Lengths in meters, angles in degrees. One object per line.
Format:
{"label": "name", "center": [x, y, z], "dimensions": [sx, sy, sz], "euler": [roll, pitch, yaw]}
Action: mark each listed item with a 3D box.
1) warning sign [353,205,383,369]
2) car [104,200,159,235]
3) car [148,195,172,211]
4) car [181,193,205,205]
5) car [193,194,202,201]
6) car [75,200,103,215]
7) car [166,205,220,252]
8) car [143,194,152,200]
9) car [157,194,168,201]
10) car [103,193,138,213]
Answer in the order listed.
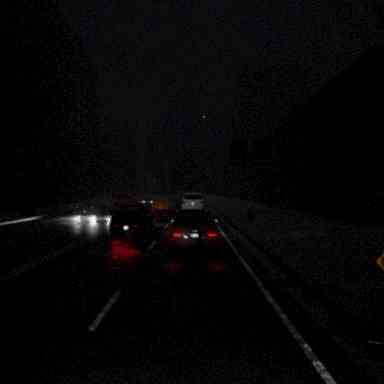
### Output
{"label": "warning sign", "center": [2.845, 1.099, 3.986], "dimensions": [1.300, 1.860, 1.060], "euler": [0, 0, 0]}
{"label": "car", "center": [-3.149, 1.431, 18.279], "dimensions": [1.837, 1.490, 4.892], "euler": [0, 0, 0]}
{"label": "car", "center": [-3.147, 1.338, 35.184], "dimensions": [1.882, 1.535, 5.008], "euler": [0, 0, 0]}
{"label": "car", "center": [0.110, 1.091, 32.639], "dimensions": [2.150, 2.045, 5.566], "euler": [0, 0, 1]}
{"label": "car", "center": [1.148, 1.224, 73.983], "dimensions": [1.837, 1.490, 4.892], "euler": [0, 0, 0]}
{"label": "car", "center": [-9.845, 1.470, 32.703], "dimensions": [1.895, 1.301, 4.718], "euler": [0, 0, 0]}
{"label": "car", "center": [0.096, 1.492, 13.567], "dimensions": [2.033, 1.411, 5.357], "euler": [0, 0, 0]}
{"label": "car", "center": [-9.740, 1.194, 74.077], "dimensions": [1.882, 1.535, 5.008], "euler": [0, 0, 0]}
{"label": "car", "center": [-6.490, 1.269, 74.077], "dimensions": [1.994, 1.385, 4.181], "euler": [0, 0, 0]}
{"label": "car", "center": [-6.595, 1.093, 32.254], "dimensions": [2.150, 2.045, 5.566], "euler": [0, 0, 0]}
